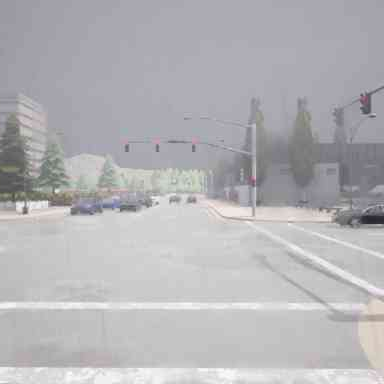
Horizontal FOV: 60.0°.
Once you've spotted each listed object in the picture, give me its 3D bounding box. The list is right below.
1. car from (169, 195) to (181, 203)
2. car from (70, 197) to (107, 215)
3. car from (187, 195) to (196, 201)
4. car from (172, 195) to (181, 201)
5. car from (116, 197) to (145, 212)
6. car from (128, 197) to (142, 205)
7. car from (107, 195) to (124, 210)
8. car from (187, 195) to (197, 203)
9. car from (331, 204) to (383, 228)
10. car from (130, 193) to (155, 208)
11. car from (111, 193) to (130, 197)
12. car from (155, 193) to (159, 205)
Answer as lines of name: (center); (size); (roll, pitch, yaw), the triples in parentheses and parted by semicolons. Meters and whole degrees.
car: (-3.534, 1.505, 66.471); (1.837, 1.490, 4.892); (0, 0, 0)
car: (-10.675, 1.352, 33.973); (2.097, 1.767, 4.553); (0, 0, 2)
car: (-0.040, 1.407, 76.843); (1.994, 1.385, 4.181); (0, 0, 0)
car: (-3.540, 1.407, 76.841); (1.994, 1.385, 4.181); (0, 0, 0)
car: (-7.104, 1.601, 38.665); (1.895, 1.301, 4.718); (0, 0, 0)
car: (-10.589, 1.564, 61.904); (1.994, 1.385, 4.181); (0, 0, 0)
car: (-10.613, 1.477, 43.108); (1.882, 1.535, 5.008); (0, 0, 0)
car: (-0.034, 1.477, 66.473); (1.882, 1.535, 5.008); (0, 0, 0)
car: (11.537, 1.491, 21.338); (4.902, 1.511, 2.128); (0, 0, -1)
car: (-7.100, 1.221, 48.403); (2.150, 2.045, 5.566); (0, 0, 0)
car: (-10.612, 1.352, 51.624); (2.097, 1.767, 4.553); (0, 0, 0)
car: (-7.089, 1.221, 59.060); (2.150, 2.045, 5.566); (0, 0, 1)
